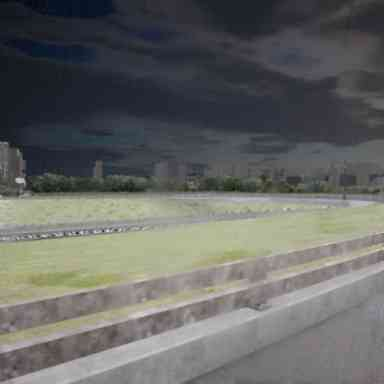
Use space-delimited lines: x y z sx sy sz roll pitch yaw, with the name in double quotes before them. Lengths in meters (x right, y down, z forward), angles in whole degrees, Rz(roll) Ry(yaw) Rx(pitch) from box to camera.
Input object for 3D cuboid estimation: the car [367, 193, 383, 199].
"car" 42.377 0.986 76.672 2.097 1.767 4.553 -1 0 1
